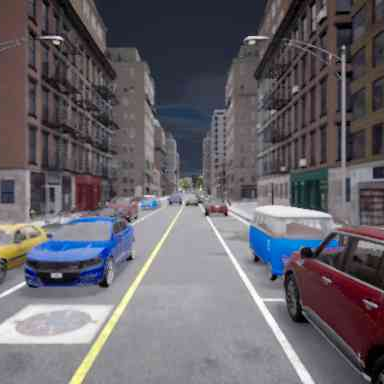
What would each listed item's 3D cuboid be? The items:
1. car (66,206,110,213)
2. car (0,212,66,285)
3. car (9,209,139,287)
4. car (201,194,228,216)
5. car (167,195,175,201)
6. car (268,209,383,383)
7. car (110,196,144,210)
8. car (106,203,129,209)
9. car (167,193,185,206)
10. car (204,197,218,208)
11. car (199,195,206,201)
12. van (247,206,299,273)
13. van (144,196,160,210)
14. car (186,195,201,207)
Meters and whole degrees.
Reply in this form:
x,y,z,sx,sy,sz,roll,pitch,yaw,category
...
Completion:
x,y,z,sx,sy,sz,roll,pitch,yaw,category
-5.398,1.548,15.010,2.008,1.369,4.403,0,0,0,car
-5.400,1.524,9.434,1.752,1.417,4.829,0,0,0,car
-2.849,1.476,9.487,1.882,1.535,5.008,0,0,0,car
2.263,1.348,32.088,2.097,1.767,4.553,0,0,0,car
-5.387,1.514,85.241,1.752,1.417,4.829,0,0,0,car
2.685,1.315,4.199,2.192,1.841,5.009,0,0,0,car
-5.395,1.311,25.822,2.192,1.841,5.009,0,0,0,car
-5.397,1.563,20.416,1.947,1.339,4.313,0,0,0,car
-2.749,1.211,56.274,2.150,2.045,5.566,0,0,0,car
2.645,1.519,47.618,1.752,1.417,4.829,0,0,0,car
2.638,1.572,85.412,1.802,1.307,4.206,0,0,0,car
2.680,1.340,9.605,1.690,1.788,3.998,0,0,0,van
-5.391,1.335,42.041,1.690,1.788,3.998,0,0,0,van
0.003,1.557,52.250,1.994,1.385,4.181,0,0,0,car
